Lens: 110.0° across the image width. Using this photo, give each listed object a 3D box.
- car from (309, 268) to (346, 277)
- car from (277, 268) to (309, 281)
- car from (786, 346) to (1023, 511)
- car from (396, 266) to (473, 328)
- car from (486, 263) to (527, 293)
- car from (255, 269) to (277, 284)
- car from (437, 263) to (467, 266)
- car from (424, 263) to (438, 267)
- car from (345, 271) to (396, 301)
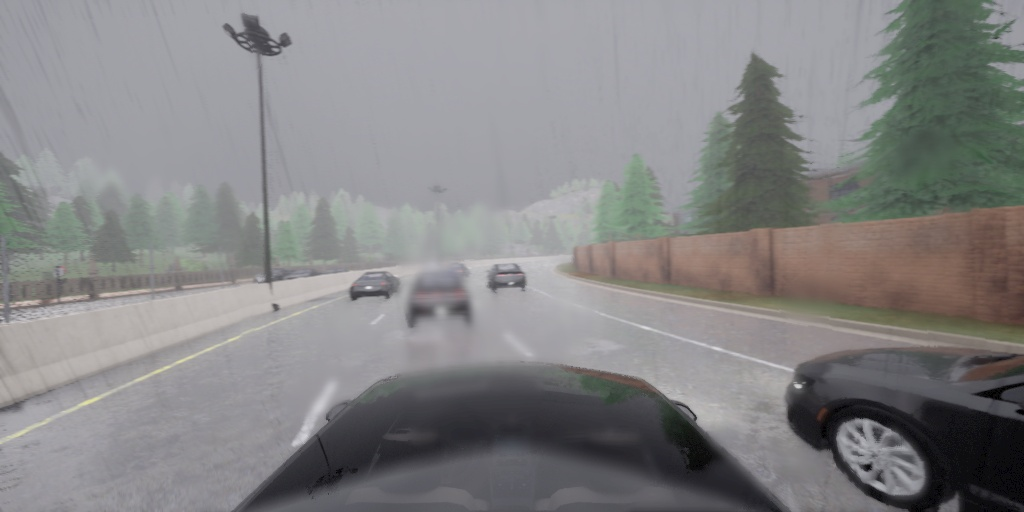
[{"bbox_3d":[-15.229,1.766,31.118,1.994,1.385,4.181,-2,0,0],"label":"car"},{"bbox_3d":[-18.720,1.893,32.506,1.994,1.385,4.181,-2,0,0],"label":"car"},{"bbox_3d":[4.113,1.097,1.640,1.837,1.490,4.892,-2,0,-19],"label":"car"},{"bbox_3d":[-2.426,1.289,11.916,2.128,1.511,4.902,-2,0,-13],"label":"car"},{"bbox_3d":[-0.365,1.175,20.420,2.128,1.511,4.902,-2,0,-8],"label":"car"},{"bbox_3d":[-22.207,1.947,34.226,2.128,1.511,4.902,-2,0,1],"label":"car"},{"bbox_3d":[-4.633,1.348,30.711,2.033,1.411,5.357,-2,0,-1],"label":"car"},{"bbox_3d":[-7.956,1.427,36.627,1.812,1.442,4.674,-2,0,2],"label":"car"},{"bbox_3d":[-7.242,1.513,19.409,1.994,1.385,4.181,-2,0,-8],"label":"car"}]
